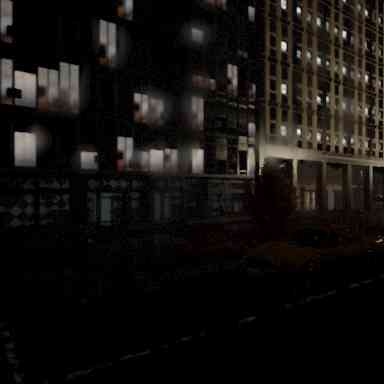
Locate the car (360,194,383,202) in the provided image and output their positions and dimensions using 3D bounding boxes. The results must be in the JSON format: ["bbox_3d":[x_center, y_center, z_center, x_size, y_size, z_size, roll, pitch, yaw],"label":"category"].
[{"bbox_3d":[33.685,1.052,61.444,1.802,1.307,4.206,0,0,-35],"label":"car"}]

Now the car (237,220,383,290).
[{"bbox_3d":[3.352,1.473,8.945,4.829,1.417,1.752,0,1,-35],"label":"car"}]

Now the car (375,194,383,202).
[{"bbox_3d":[29.932,1.057,52.128,2.008,1.369,4.403,0,0,-35],"label":"car"}]
